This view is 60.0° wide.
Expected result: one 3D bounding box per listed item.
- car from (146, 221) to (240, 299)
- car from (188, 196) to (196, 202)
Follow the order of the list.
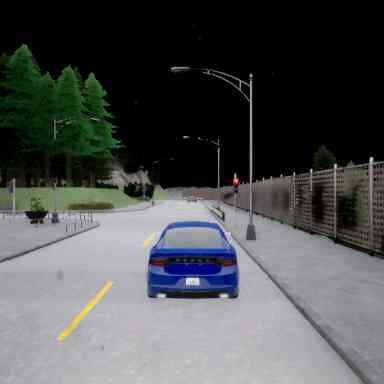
[{"bbox_3d":[0.034,1.478,8.519,1.882,1.535,5.008,0,0,0],"label":"car"},{"bbox_3d":[0.000,1.540,75.348,2.033,1.411,5.357,0,0,0],"label":"car"}]
